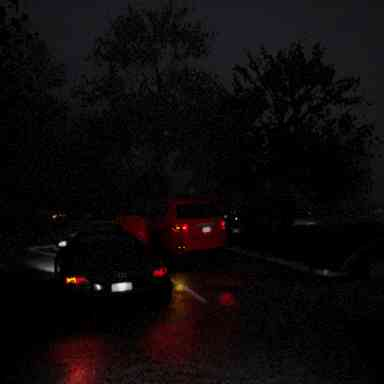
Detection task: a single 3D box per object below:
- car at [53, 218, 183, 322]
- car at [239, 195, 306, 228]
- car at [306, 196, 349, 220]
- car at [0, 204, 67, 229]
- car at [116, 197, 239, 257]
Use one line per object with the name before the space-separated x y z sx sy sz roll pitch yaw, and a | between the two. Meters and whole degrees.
car | -1.933 1.542 7.385 1.994 1.385 4.181 0 0 -23
car | 4.617 1.232 22.406 5.566 2.045 2.150 1 0 -26
car | 11.539 1.349 29.666 5.566 2.045 2.150 1 0 -30
car | -10.625 1.486 20.608 5.357 1.411 2.033 0 0 1
car | -1.030 1.189 12.112 2.150 2.045 5.566 0 0 -33
